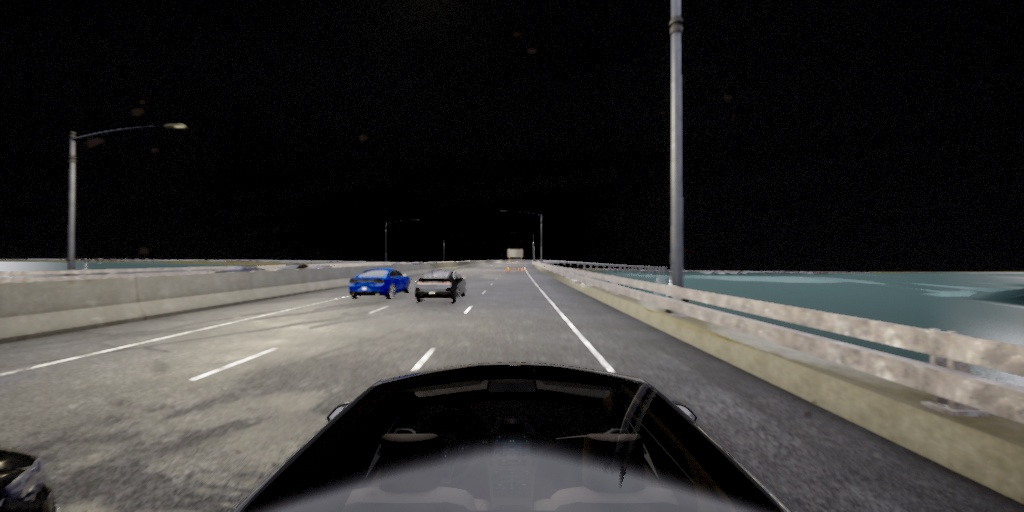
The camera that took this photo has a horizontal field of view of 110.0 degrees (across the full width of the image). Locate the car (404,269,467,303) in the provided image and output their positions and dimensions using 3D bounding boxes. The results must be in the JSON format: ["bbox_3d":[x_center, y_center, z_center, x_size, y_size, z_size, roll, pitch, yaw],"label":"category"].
[{"bbox_3d":[-3.343,1.380,17.507,2.128,1.511,4.902,0,-1,0],"label":"car"}]

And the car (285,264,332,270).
[{"bbox_3d":[-17.407,1.560,32.206,2.033,1.411,5.357,0,-1,1],"label":"car"}]

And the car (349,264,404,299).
[{"bbox_3d":[-6.832,1.378,19.089,1.882,1.535,5.008,0,0,0],"label":"car"}]

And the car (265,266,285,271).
[{"bbox_3d":[-20.872,1.536,34.450,1.837,1.490,4.892,0,-1,1],"label":"car"}]

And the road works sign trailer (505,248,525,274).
[{"bbox_3d":[0.449,0.640,50.441,2.380,3.560,2.880,0,0,1],"label":"road works sign trailer"}]

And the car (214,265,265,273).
[{"bbox_3d":[-24.404,1.559,32.332,2.033,1.411,5.357,0,-1,1],"label":"car"}]
